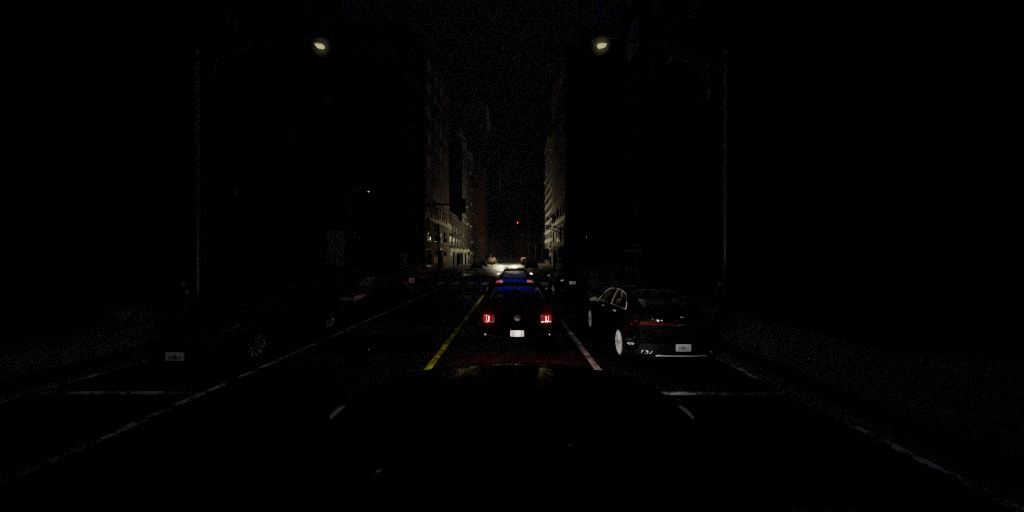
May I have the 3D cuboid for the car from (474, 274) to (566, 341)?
[{"bbox_3d":[0.118,1.351,9.797,1.895,1.301,4.718,0,0,0],"label":"car"}]

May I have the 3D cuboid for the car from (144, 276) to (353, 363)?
[{"bbox_3d":[-5.650,1.315,8.197,1.948,1.339,4.313,0,0,0],"label":"car"}]

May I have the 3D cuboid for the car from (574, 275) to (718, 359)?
[{"bbox_3d":[2.875,1.300,8.172,2.007,1.370,4.403,0,0,0],"label":"car"}]

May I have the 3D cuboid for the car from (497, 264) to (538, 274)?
[{"bbox_3d":[0.145,1.315,18.556,1.994,1.385,4.181,0,0,1],"label":"car"}]

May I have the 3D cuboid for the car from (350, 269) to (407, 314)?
[{"bbox_3d":[-5.635,1.332,13.698,1.802,1.307,4.207,0,0,0],"label":"car"}]

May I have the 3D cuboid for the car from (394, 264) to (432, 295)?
[{"bbox_3d":[-5.619,1.190,19.200,1.967,1.591,4.097,0,0,0],"label":"car"}]

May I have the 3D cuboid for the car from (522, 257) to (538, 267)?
[{"bbox_3d":[3.048,1.226,56.264,1.967,1.591,4.097,0,0,0],"label":"car"}]

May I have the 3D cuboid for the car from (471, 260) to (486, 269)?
[{"bbox_3d":[-5.477,1.368,56.301,1.802,1.307,4.207,0,0,0],"label":"car"}]

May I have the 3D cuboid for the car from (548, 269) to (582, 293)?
[{"bbox_3d":[2.907,1.316,19.175,1.948,1.339,4.313,0,0,0],"label":"car"}]
